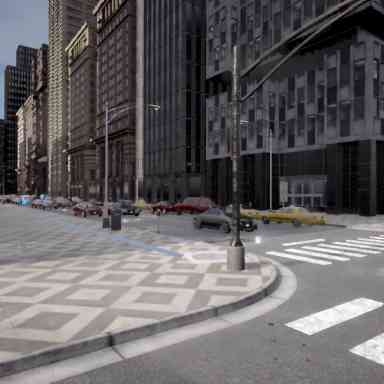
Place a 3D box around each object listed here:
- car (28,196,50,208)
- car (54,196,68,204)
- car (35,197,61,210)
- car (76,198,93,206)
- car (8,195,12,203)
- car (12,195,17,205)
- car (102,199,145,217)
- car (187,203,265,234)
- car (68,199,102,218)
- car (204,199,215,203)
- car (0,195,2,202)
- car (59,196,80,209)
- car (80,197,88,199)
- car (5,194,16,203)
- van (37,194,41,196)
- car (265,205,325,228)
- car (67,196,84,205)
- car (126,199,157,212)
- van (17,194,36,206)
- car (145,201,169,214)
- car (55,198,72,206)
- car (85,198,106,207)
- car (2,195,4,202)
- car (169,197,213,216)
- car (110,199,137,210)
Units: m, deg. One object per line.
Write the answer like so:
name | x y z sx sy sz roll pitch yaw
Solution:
car | -22.861 1.713 49.737 1.802 1.307 4.206 0 0 -35
car | -28.854 1.668 72.965 1.967 1.590 4.097 0 0 -35
car | -19.625 1.696 45.164 1.802 1.307 4.206 0 0 -35
car | -19.147 1.760 59.248 1.802 1.307 4.206 0 0 -35
car | -35.804 1.779 68.029 1.802 1.307 4.206 0 0 -35
car | -32.470 1.705 63.318 1.752 1.417 4.829 0 0 -35
car | -6.538 1.634 31.289 1.994 1.385 4.181 0 0 -35
car | 1.843 1.595 19.447 1.994 1.385 4.181 0 0 -35
car | -9.917 1.612 31.446 1.887 1.381 4.507 0 0 -35
car | 3.405 1.594 27.377 1.752 1.417 4.829 0 0 -35
car | -45.512 1.690 81.748 1.967 1.590 4.097 0 0 -35
car | -18.017 1.648 47.674 1.837 1.490 4.892 0 -1 -35
car | -17.516 1.654 52.339 1.837 1.490 4.892 0 0 -35
car | -39.041 1.530 72.603 2.192 1.841 5.009 0 0 -35
van | -38.562 1.622 86.684 1.690 1.788 3.998 0 0 -35
car | 6.641 1.579 22.805 1.752 1.417 4.829 0 0 -35
car | -22.383 1.635 63.820 1.967 1.590 4.097 0 0 -35
car | -6.303 1.640 41.096 1.752 1.417 4.829 0 0 -35
van | -29.333 1.505 58.884 1.690 1.788 3.998 0 0 -35
car | -2.968 1.643 36.384 1.887 1.381 4.507 0 0 -35
car | -23.534 1.780 60.840 1.895 1.301 4.718 0 0 -36
car | -15.911 1.727 54.675 1.947 1.339 4.313 0 0 -35
car | -42.277 1.814 77.175 1.802 1.307 4.206 0 0 -35
car | 0.267 1.398 31.812 2.192 1.841 5.009 0 0 -35
car | -9.440 1.680 45.530 2.008 1.369 4.403 0 0 -35
